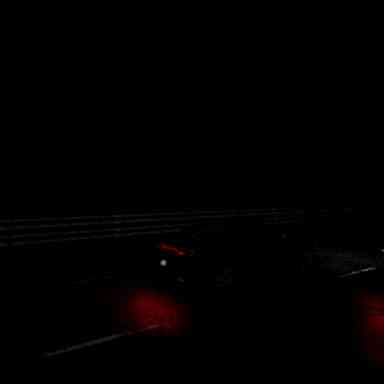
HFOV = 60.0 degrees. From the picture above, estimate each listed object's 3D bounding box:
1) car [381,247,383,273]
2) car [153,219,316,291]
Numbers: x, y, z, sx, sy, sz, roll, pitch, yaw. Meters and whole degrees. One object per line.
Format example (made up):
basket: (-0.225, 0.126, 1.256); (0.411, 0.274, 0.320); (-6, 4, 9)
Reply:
car: (6.657, 1.519, 8.555); (4.674, 1.442, 1.812); (0, 0, -35)
car: (1.359, 1.480, 9.120); (5.008, 1.535, 1.882); (0, 0, -35)
